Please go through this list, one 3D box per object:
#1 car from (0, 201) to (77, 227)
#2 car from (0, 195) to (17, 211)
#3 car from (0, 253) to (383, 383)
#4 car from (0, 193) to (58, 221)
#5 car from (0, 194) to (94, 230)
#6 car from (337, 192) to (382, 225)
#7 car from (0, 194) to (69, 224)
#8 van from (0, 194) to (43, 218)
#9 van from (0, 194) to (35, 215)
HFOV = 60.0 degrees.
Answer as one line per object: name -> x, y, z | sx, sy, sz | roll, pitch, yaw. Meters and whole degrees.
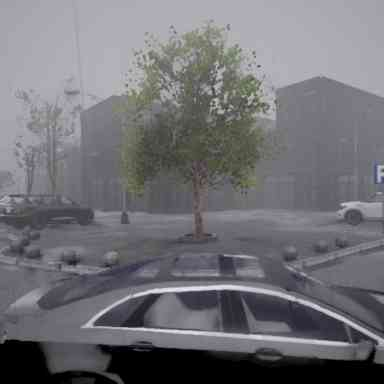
car -> -10.619, 1.433, 23.036 | 2.163, 1.488, 4.792 | 0, 0, 31
car -> -23.528, 1.293, 39.275 | 2.185, 1.767, 4.553 | 0, 0, 31
car -> 0.605, 1.455, 3.412 | 4.902, 1.511, 2.128 | 0, 1, 4
car -> -14.321, 1.157, 27.663 | 2.435, 2.045, 5.566 | 0, 0, 31
car -> -8.769, 1.151, 20.780 | 2.435, 2.045, 5.566 | 0, 0, 32
car -> 11.807, 0.958, 20.103 | 5.566, 2.045, 2.435 | -1, 0, 33
car -> -12.476, 1.155, 25.349 | 2.435, 2.045, 5.566 | 0, 0, 31
van -> -16.102, 1.185, 30.103 | 1.878, 1.987, 4.442 | 0, 0, 31
van -> -17.947, 1.187, 32.416 | 1.878, 1.987, 4.442 | 0, 0, 31
